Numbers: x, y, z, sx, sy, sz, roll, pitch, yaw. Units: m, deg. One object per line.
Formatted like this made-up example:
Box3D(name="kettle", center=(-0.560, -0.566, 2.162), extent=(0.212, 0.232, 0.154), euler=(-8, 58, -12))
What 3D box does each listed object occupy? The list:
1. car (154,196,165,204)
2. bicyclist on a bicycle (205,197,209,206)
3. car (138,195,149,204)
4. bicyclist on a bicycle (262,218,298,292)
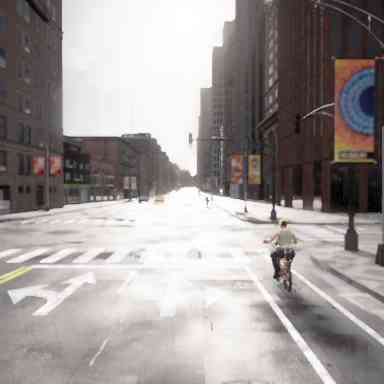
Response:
Box3D(name="car", center=(-6.523, 1.519, 67.447), extent=(1.882, 1.535, 5.008), euler=(0, 0, 0))
Box3D(name="bicyclist on a bicycle", center=(2.234, 1.481, 49.120), extent=(0.582, 1.620, 1.656), euler=(0, 0, 0))
Box3D(name="car", center=(-9.773, 1.463, 67.445), extent=(1.837, 1.490, 4.892), euler=(0, 0, 0))
Box3D(name="bicyclist on a bicycle", center=(2.170, 1.437, 7.995), extent=(0.866, 1.612, 1.509), euler=(0, 0, 1))
